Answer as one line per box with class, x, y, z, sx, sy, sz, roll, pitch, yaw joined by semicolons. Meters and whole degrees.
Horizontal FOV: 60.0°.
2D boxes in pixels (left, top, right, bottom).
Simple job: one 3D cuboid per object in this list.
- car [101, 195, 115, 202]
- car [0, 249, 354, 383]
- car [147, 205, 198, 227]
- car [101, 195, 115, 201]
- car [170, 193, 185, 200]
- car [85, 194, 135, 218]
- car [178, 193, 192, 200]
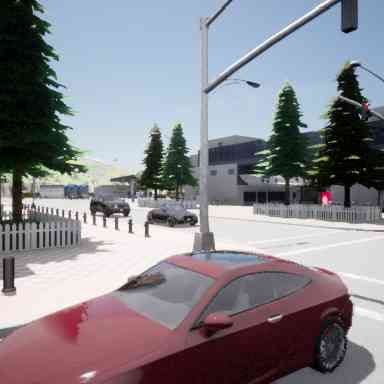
car;-18.893;1.389;75.046;1.845;1.501;3.633;0;0;-37
car;0.169;1.526;4.108;4.674;1.442;1.812;0;0;-35
car;-1.416;1.579;22.872;1.994;1.385;4.181;0;0;-37
car;-20.919;1.400;82.782;1.970;1.475;3.806;0;0;-37
car;-3.884;1.113;86.005;1.932;1.855;4.605;0;0;-37
car;-7.851;1.237;31.390;2.150;2.045;5.566;0;0;-37
car;-1.796;1.092;88.067;1.905;1.878;3.866;0;0;-37
